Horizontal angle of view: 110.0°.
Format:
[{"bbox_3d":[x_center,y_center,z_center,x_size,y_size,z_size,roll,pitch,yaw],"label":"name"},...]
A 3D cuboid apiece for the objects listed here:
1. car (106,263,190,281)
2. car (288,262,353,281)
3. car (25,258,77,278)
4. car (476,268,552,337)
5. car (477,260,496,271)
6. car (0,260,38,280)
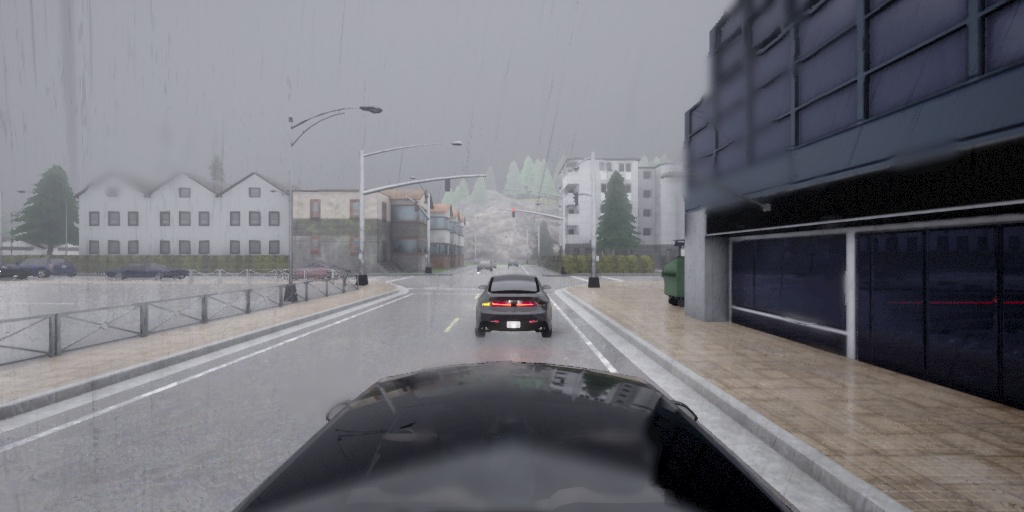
[{"bbox_3d":[-26.615,1.174,26.452,4.718,1.301,1.895,0,0,0],"label":"car"},{"bbox_3d":[-14.042,1.137,26.478,4.181,1.385,1.994,0,0,-2],"label":"car"},{"bbox_3d":[-39.834,0.924,30.204,4.553,1.767,2.097,0,0,0],"label":"car"},{"bbox_3d":[0.069,1.254,10.258,1.837,1.490,4.892,0,0,1],"label":"car"},{"bbox_3d":[-3.520,1.274,47.660,1.812,1.442,4.674,0,0,0],"label":"car"},{"bbox_3d":[-38.847,1.173,26.537,4.718,1.301,1.895,0,0,1],"label":"car"}]
